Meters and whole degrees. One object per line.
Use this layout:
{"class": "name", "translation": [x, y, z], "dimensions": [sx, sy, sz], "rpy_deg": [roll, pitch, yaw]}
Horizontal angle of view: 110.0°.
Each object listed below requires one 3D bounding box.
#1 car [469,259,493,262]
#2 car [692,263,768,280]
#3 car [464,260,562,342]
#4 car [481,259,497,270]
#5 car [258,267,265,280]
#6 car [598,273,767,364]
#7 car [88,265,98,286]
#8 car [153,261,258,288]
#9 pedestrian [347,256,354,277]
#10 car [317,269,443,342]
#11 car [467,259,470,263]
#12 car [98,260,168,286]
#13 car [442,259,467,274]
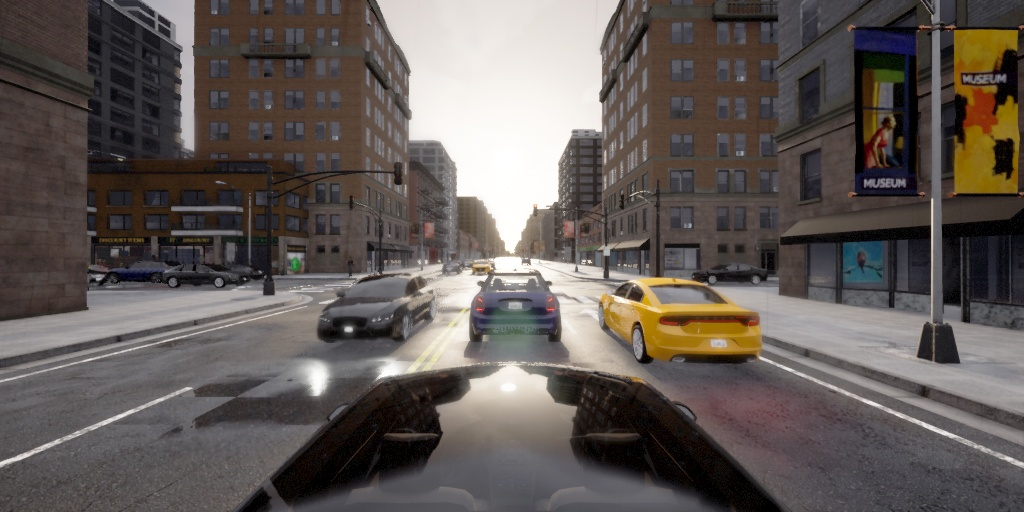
{"class": "car", "translation": [-3.405, 1.227, 41.273], "dimensions": [1.882, 1.535, 5.008], "rpy_deg": [0, 0, 0]}
{"class": "car", "translation": [15.849, 1.268, 26.282], "dimensions": [5.008, 1.535, 1.882], "rpy_deg": [0, 0, 1]}
{"class": "car", "translation": [0.079, 1.102, 9.935], "dimensions": [2.097, 1.767, 4.553], "rpy_deg": [0, 0, 0]}
{"class": "car", "translation": [-3.416, 1.238, 53.573], "dimensions": [2.128, 1.511, 4.902], "rpy_deg": [0, 0, 0]}
{"class": "car", "translation": [-22.161, 1.330, 28.605], "dimensions": [4.313, 1.339, 1.948], "rpy_deg": [0, 0, 0]}
{"class": "car", "translation": [3.317, 1.228, 8.133], "dimensions": [1.882, 1.535, 5.008], "rpy_deg": [0, 0, 1]}
{"class": "car", "translation": [-29.101, 1.232, 23.146], "dimensions": [4.902, 1.511, 2.128], "rpy_deg": [0, 0, 0]}
{"class": "car", "translation": [-19.613, 1.249, 23.110], "dimensions": [4.892, 1.490, 1.837], "rpy_deg": [0, 0, 0]}
{"class": "pedestrian", "translation": [-14.183, 0.920, 31.452], "dimensions": [0.375, 1.860, 0.375], "rpy_deg": [0, 0, 0]}
{"class": "car", "translation": [-3.359, 1.255, 9.797], "dimensions": [1.837, 1.490, 4.892], "rpy_deg": [0, 0, 0]}
{"class": "car", "translation": [-6.667, 1.236, 54.689], "dimensions": [2.128, 1.511, 4.902], "rpy_deg": [0, 0, 0]}
{"class": "car", "translation": [-26.481, 1.105, 26.066], "dimensions": [4.553, 1.767, 2.097], "rpy_deg": [0, 0, 0]}
{"class": "car", "translation": [-6.666, 1.241, 40.667], "dimensions": [2.128, 1.511, 4.902], "rpy_deg": [0, 0, -1]}
